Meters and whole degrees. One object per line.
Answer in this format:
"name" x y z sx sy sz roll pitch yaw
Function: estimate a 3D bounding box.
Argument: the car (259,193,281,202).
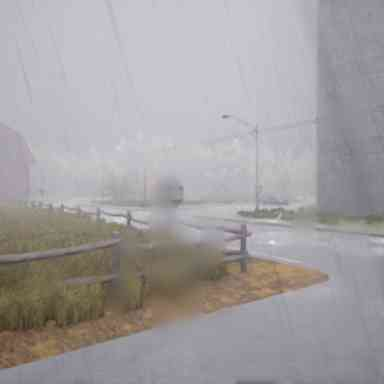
"car" 17.208 1.173 73.709 1.932 1.855 4.605 0 0 -36

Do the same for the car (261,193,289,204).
"car" 13.705 1.376 54.740 2.242 1.667 4.611 0 0 -36
